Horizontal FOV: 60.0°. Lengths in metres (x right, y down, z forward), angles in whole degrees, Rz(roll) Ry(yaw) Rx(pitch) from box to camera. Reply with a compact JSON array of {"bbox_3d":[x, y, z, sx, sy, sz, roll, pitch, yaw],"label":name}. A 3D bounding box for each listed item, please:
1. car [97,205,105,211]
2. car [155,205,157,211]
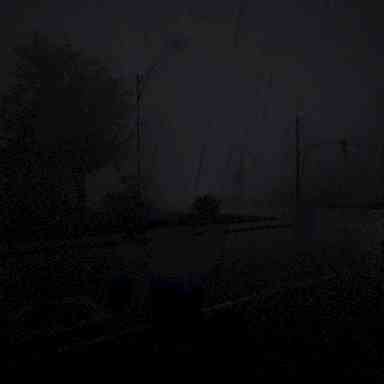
[{"bbox_3d":[-20.522,3.746,76.253,1.837,1.490,4.892,-1,-2,-32],"label":"car"},{"bbox_3d":[-7.485,2.513,55.511,1.882,1.535,5.008,-1,-2,-32],"label":"car"}]
